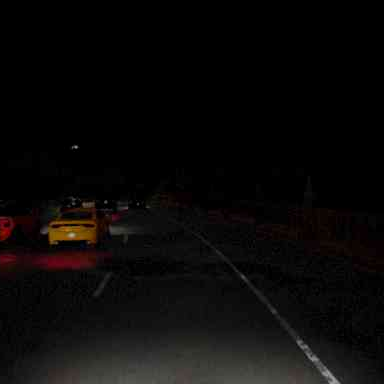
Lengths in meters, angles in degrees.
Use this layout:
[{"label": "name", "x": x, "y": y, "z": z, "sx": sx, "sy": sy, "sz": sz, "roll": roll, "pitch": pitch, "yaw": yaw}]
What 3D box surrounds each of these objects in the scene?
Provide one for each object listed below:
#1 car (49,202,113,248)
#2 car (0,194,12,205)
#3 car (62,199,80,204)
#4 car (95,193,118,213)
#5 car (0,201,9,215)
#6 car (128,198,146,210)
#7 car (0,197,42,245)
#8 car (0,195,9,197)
[{"label": "car", "x": -4.781, "y": 1.424, "z": 14.643, "sx": 1.882, "sy": 1.535, "sz": 5.008, "roll": 0, "pitch": 0, "yaw": -8}, {"label": "car", "x": -31.592, "y": 1.252, "z": 54.992, "sx": 2.097, "sy": 1.767, "sz": 4.553, "roll": 0, "pitch": 0, "yaw": -12}, {"label": "car", "x": -12.543, "y": 1.443, "z": 34.839, "sx": 2.033, "sy": 1.411, "sz": 5.357, "roll": 0, "pitch": 0, "yaw": -13}, {"label": "car", "x": -9.120, "y": 1.099, "z": 35.552, "sx": 2.150, "sy": 2.045, "sz": 5.566, "roll": 0, "pitch": 0, "yaw": -13}, {"label": "car", "x": -19.192, "y": 1.541, "z": 31.615, "sx": 1.895, "sy": 1.301, "sz": 4.718, "roll": 0, "pitch": 0, "yaw": -13}, {"label": "car", "x": -6.821, "y": 1.408, "z": 41.242, "sx": 1.994, "sy": 1.385, "sz": 4.181, "roll": 0, "pitch": 0, "yaw": -13}, {"label": "car", "x": -8.443, "y": 1.311, "z": 15.169, "sx": 2.097, "sy": 1.767, "sz": 4.553, "roll": 0, "pitch": 0, "yaw": -9}, {"label": "car", "x": -26.321, "y": 1.509, "z": 47.369, "sx": 1.895, "sy": 1.301, "sz": 4.718, "roll": 0, "pitch": 0, "yaw": -12}]
